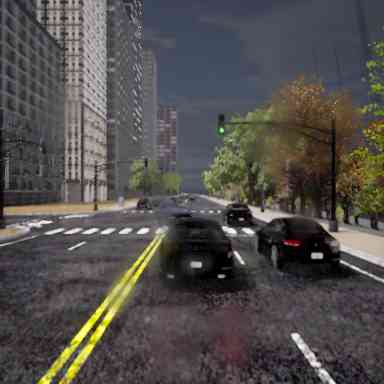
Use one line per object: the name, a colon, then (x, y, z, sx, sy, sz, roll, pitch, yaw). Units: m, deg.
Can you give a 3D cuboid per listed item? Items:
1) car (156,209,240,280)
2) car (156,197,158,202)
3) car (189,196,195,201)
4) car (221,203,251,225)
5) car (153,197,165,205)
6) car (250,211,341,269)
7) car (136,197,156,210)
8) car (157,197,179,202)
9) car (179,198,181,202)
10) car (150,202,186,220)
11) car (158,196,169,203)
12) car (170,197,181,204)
car: (0.098, 1.505, 10.026, 1.882, 1.535, 5.008, 0, 0, 0)
car: (-6.574, 1.644, 55.666, 2.128, 1.511, 4.902, 0, 0, 0)
car: (-0.008, 1.789, 88.221, 2.033, 1.411, 5.357, 0, 0, 0)
car: (3.345, 1.576, 24.942, 1.837, 1.490, 4.892, 0, 0, 0)
car: (-6.507, 1.729, 66.165, 2.033, 1.411, 5.357, 0, 0, 0)
car: (3.343, 1.557, 11.176, 1.812, 1.442, 4.674, 0, 0, 0)
car: (-6.593, 1.632, 46.248, 1.837, 1.490, 4.892, 0, 0, 0)
car: (-3.342, 1.678, 47.587, 2.033, 1.411, 5.357, 0, 0, 0)
car: (-3.318, 1.662, 57.408, 1.837, 1.490, 4.892, 0, 0, 0)
car: (-1.251, 1.612, 22.387, 2.033, 1.411, 5.357, 0, 0, -15)
car: (-6.506, 1.753, 76.701, 2.033, 1.411, 5.357, 0, 0, 0)
car: (-3.256, 1.734, 68.078, 2.033, 1.411, 5.357, 0, 0, 0)
